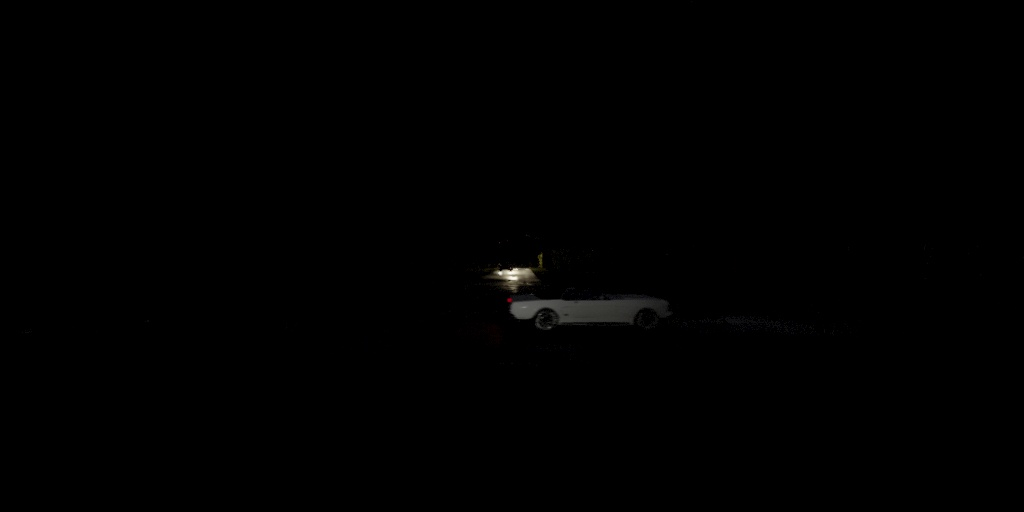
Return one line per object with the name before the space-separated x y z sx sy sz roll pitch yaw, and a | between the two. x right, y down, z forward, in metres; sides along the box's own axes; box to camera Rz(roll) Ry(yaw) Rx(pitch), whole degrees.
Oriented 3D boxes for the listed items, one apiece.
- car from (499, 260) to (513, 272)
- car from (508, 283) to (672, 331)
car | -1.080 1.719 63.476 2.150 2.045 5.566 0 -1 1
car | 2.254 1.475 10.928 4.718 1.301 1.895 0 0 -3
